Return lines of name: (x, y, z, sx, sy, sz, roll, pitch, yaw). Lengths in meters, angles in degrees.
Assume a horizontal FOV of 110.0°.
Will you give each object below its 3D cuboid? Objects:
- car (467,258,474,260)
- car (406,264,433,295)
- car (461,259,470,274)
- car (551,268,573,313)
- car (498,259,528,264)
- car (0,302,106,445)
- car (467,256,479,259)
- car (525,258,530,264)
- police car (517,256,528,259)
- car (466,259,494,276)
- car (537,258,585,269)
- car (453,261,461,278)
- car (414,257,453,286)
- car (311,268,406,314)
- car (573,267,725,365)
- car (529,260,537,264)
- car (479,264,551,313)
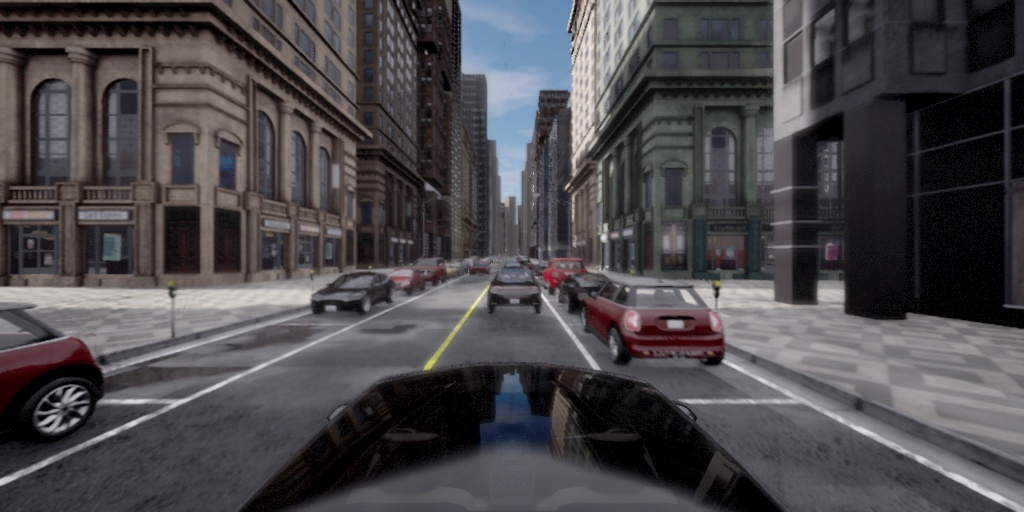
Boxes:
car: (-5.768, 1.231, 41.615, 1.948, 1.339, 4.313, 0, 0, 0)
car: (-5.765, 1.295, 19.208, 1.802, 1.307, 4.207, 0, 0, 0)
car: (-5.767, 1.228, 36.013, 2.007, 1.370, 4.403, 0, 0, 0)
car: (2.762, 1.290, 13.611, 1.948, 1.339, 4.313, 0, 0, 0)
car: (0.090, 1.196, 29.304, 1.837, 1.490, 4.892, 0, 0, 0)
car: (-5.762, 1.188, 2.403, 1.967, 1.591, 4.097, 0, 0, 0)
car: (-5.769, 1.094, 47.217, 1.967, 1.591, 4.097, 0, 0, 0)
car: (2.757, 1.211, 41.622, 1.888, 1.381, 4.507, 0, 0, 0)
police car: (2.357, 1.045, 63.420, 1.930, 1.638, 5.238, 0, 0, 0)
car: (-3.101, 1.279, 35.653, 1.895, 1.301, 4.718, 0, 0, 0)
car: (2.761, 1.027, 19.212, 2.192, 1.841, 5.009, 0, 0, 0)
car: (-5.766, 1.214, 30.242, 1.751, 1.417, 4.829, 0, 0, 0)
car: (-5.765, 1.015, 24.809, 2.192, 1.841, 5.009, 0, 0, 0)
car: (-5.764, 1.290, 13.606, 1.948, 1.339, 4.313, 0, 0, 0)
car: (2.762, 1.176, 8.009, 1.967, 1.591, 4.097, 0, 0, 0)
car: (2.759, 1.239, 30.417, 2.007, 1.370, 4.403, 0, 0, 0)
car: (0.091, 1.216, 13.798, 2.128, 1.511, 4.902, 0, 0, 0)
